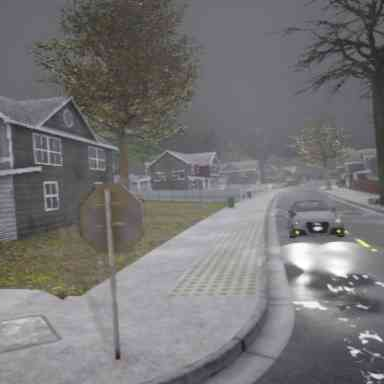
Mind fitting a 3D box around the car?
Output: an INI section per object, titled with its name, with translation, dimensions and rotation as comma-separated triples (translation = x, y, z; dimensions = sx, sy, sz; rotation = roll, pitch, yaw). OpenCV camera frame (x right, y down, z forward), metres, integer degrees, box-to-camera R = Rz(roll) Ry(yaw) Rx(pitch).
[car]
translation = 4.960, 1.056, 13.943
dimensions = 1.994, 1.385, 4.181
rotation = -4, 1, 13
